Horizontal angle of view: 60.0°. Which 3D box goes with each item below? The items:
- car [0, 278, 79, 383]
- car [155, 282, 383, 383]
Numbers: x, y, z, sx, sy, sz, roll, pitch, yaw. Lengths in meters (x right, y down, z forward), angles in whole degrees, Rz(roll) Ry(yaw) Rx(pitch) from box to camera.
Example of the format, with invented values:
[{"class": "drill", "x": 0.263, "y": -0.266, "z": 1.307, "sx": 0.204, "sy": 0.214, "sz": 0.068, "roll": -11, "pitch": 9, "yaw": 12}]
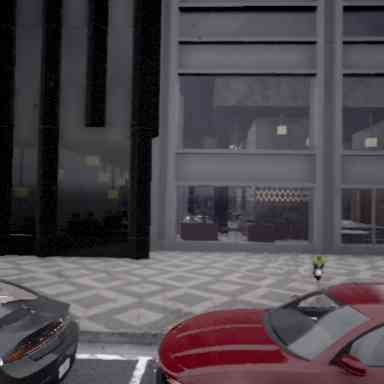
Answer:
[{"class": "car", "x": -3.538, "y": 1.599, "z": 3.642, "sx": 4.403, "sy": 1.369, "sz": 2.008, "roll": 1, "pitch": -1, "yaw": 3}, {"class": "car", "x": 1.880, "y": 1.668, "z": 3.398, "sx": 4.507, "sy": 1.381, "sz": 1.887, "roll": 1, "pitch": -1, "yaw": 3}]
